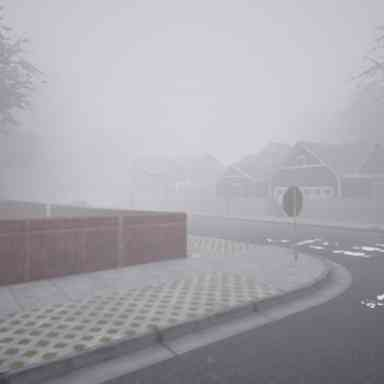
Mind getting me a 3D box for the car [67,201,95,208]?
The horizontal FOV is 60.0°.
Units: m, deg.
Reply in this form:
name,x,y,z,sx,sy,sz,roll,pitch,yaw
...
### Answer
name,x,y,z,sx,sy,sz,roll,pitch,yaw
car,-12.734,1.680,38.107,1.895,1.301,4.718,-2,1,-35
